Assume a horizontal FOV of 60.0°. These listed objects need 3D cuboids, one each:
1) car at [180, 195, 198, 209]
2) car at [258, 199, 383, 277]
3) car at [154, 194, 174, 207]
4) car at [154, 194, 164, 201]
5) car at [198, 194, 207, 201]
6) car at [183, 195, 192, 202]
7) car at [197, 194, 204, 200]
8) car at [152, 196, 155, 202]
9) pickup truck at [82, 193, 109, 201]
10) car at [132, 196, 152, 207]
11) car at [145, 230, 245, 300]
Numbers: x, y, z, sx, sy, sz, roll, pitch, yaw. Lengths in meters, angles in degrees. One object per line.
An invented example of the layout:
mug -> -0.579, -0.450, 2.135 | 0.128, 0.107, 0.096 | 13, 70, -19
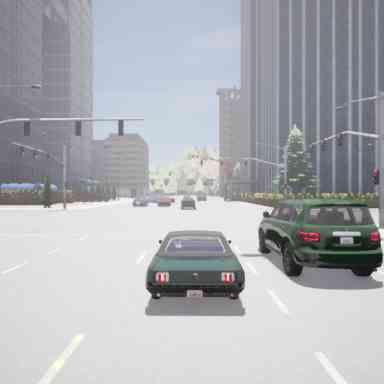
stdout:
car -> -0.508, 1.493, 44.708 | 1.837, 1.490, 4.892 | 0, 0, -1
car -> 3.589, 1.219, 10.395 | 2.150, 2.045, 5.566 | 0, 0, 0
car -> -4.301, 1.464, 51.835 | 1.882, 1.535, 5.008 | 0, 1, -1
car -> -8.140, 1.341, 81.771 | 2.128, 1.511, 4.902 | 0, 0, -1
car -> 2.402, 1.327, 78.831 | 2.097, 1.767, 4.553 | 0, 0, -1
car -> -1.109, 1.516, 79.635 | 2.033, 1.411, 5.357 | 0, 0, -1
car -> 2.259, 1.362, 89.111 | 1.882, 1.535, 5.008 | 0, 0, -1
car -> -7.946, 1.508, 66.710 | 1.812, 1.442, 4.674 | 0, 0, 0
pickup truck -> -21.147, 1.039, 73.429 | 2.390, 2.098, 6.274 | 0, 0, 30
car -> -7.782, 1.478, 50.163 | 2.128, 1.511, 4.902 | 0, 0, -1
car -> 0.077, 1.599, 8.367 | 1.895, 1.301, 4.718 | 0, 0, 0
